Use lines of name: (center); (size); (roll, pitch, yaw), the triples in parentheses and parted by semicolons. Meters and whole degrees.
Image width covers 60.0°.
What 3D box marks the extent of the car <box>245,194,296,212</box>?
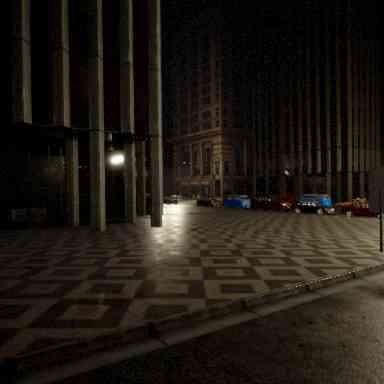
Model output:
car: (8.867, 1.290, 37.855); (2.192, 1.841, 5.009); (-1, 1, -36)

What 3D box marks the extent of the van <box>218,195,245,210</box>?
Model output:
van: (5.636, 1.294, 42.338); (1.690, 1.788, 3.998); (-1, 1, -36)

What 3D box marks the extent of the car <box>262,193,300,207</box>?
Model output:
car: (12.565, 1.130, 47.313); (2.192, 1.841, 5.009); (-1, 1, -36)

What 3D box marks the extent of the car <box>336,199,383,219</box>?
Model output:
car: (15.331, 1.567, 28.892); (1.887, 1.381, 4.507); (-1, 1, -36)

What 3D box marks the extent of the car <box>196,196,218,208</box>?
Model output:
car: (2.407, 1.371, 46.820); (1.967, 1.590, 4.097); (-1, 1, -36)

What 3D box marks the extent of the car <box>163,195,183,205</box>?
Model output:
car: (-4.054, 1.439, 55.786); (2.008, 1.369, 4.403); (-1, 1, -36)

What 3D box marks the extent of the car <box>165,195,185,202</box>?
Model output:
car: (-3.577, 1.257, 69.731); (2.008, 1.369, 4.403); (-1, 1, -36)

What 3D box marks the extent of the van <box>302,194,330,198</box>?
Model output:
van: (15.795, 1.178, 42.830); (1.690, 1.788, 3.998); (-1, 1, -36)

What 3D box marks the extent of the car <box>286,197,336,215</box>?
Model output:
car: (12.100, 1.549, 33.375); (2.008, 1.369, 4.403); (-1, 1, -36)

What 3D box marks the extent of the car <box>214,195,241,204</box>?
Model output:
car: (6.010, 1.296, 56.419); (1.752, 1.417, 4.829); (-1, 1, -36)
